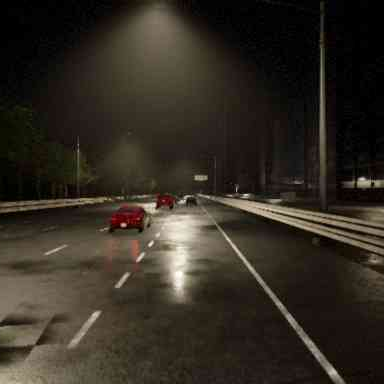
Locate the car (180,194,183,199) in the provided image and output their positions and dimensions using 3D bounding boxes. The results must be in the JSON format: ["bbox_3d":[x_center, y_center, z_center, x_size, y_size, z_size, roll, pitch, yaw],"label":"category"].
[{"bbox_3d":[-3.903,1.694,81.475,1.994,1.385,4.181,0,0,-1],"label":"car"}]

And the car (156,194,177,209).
[{"bbox_3d":[-3.643,1.264,45.489,2.150,2.045,5.566,0,0,0],"label":"car"}]

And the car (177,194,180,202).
[{"bbox_3d":[-3.757,1.593,63.453,1.837,1.490,4.892,0,0,0],"label":"car"}]

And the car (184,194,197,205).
[{"bbox_3d":[-0.139,1.559,61.358,1.882,1.535,5.008,0,0,0],"label":"car"}]

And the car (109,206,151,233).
[{"bbox_3d":[-3.537,1.530,19.446,1.812,1.442,4.674,0,0,0],"label":"car"}]
